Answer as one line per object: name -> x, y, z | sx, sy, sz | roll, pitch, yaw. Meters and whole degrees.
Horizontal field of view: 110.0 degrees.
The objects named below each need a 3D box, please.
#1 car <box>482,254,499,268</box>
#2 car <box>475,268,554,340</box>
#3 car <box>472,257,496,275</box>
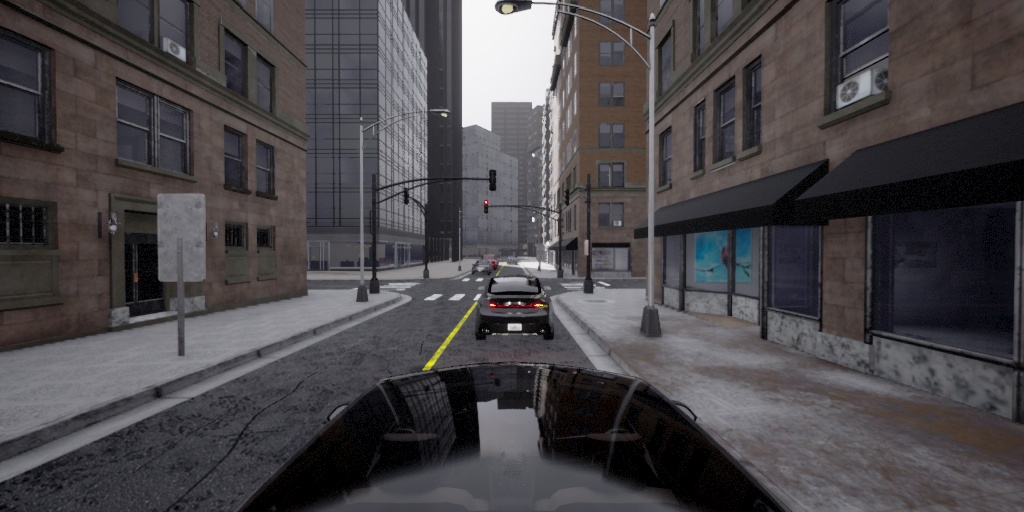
car -> -3.150, 0.819, 48.281 | 2.150, 2.045, 5.566 | 0, 1, 0
car -> 0.070, 1.254, 9.987 | 1.837, 1.490, 4.892 | 0, 0, 0
car -> -3.133, 1.171, 37.977 | 2.128, 1.511, 4.902 | 0, 0, 0
